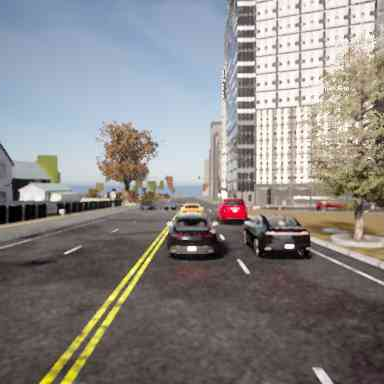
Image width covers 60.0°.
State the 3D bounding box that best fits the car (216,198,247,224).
[{"bbox_3d":[3.246,1.495,27.569,2.150,2.045,5.566,0,0,0],"label":"car"}]

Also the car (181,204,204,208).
[{"bbox_3d":[0.011,1.764,29.239,1.882,1.535,5.008,0,0,0],"label":"car"}]

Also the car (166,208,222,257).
[{"bbox_3d":[0.014,1.637,13.497,1.837,1.490,4.892,0,0,0],"label":"car"}]

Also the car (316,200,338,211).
[{"bbox_3d":[22.980,2.202,54.500,5.009,1.841,2.192,0,1,20],"label":"car"}]

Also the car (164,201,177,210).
[{"bbox_3d":[-3.289,2.070,51.456,2.033,1.411,5.357,0,-1,0],"label":"car"}]

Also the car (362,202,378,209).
[{"bbox_3d":[31.010,2.335,59.959,4.403,1.369,2.008,0,1,20],"label":"car"}]

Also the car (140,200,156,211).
[{"bbox_3d":[-6.553,1.981,49.750,1.882,1.535,5.008,0,-1,0],"label":"car"}]

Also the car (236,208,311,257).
[{"bbox_3d":[3.264,1.623,13.506,2.128,1.511,4.902,0,0,0],"label":"car"}]
